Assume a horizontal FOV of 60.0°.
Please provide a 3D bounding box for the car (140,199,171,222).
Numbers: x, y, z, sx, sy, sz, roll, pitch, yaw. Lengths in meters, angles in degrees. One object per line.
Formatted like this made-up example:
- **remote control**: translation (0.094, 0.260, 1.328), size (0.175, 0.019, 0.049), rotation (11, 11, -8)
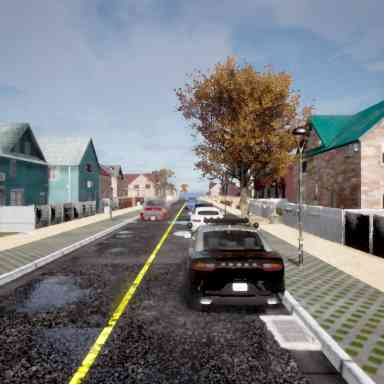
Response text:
- **car**: translation (-2.854, 1.364, 26.631), size (2.097, 1.767, 4.553), rotation (0, 0, 0)

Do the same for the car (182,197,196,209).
- **car**: translation (0.022, 1.648, 46.038), size (2.033, 1.411, 5.357), rotation (0, 0, 0)

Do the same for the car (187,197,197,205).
- **car**: translation (-0.009, 1.676, 63.090), size (1.882, 1.535, 5.008), rotation (0, 0, 0)

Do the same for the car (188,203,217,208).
- **car**: translation (0.822, 1.534, 18.179), size (1.812, 1.442, 4.674), rotation (0, 0, 0)

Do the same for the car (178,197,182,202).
- **car**: translation (-2.763, 1.934, 89.671), size (2.033, 1.411, 5.357), rotation (0, -1, 0)

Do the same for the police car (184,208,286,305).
- **police car**: translation (0.824, 1.428, 8.288), size (1.930, 1.638, 5.238), rotation (0, 0, 0)

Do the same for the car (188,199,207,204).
- **car**: translation (0.821, 1.517, 24.179), size (1.837, 1.490, 4.892), rotation (0, 0, 0)
